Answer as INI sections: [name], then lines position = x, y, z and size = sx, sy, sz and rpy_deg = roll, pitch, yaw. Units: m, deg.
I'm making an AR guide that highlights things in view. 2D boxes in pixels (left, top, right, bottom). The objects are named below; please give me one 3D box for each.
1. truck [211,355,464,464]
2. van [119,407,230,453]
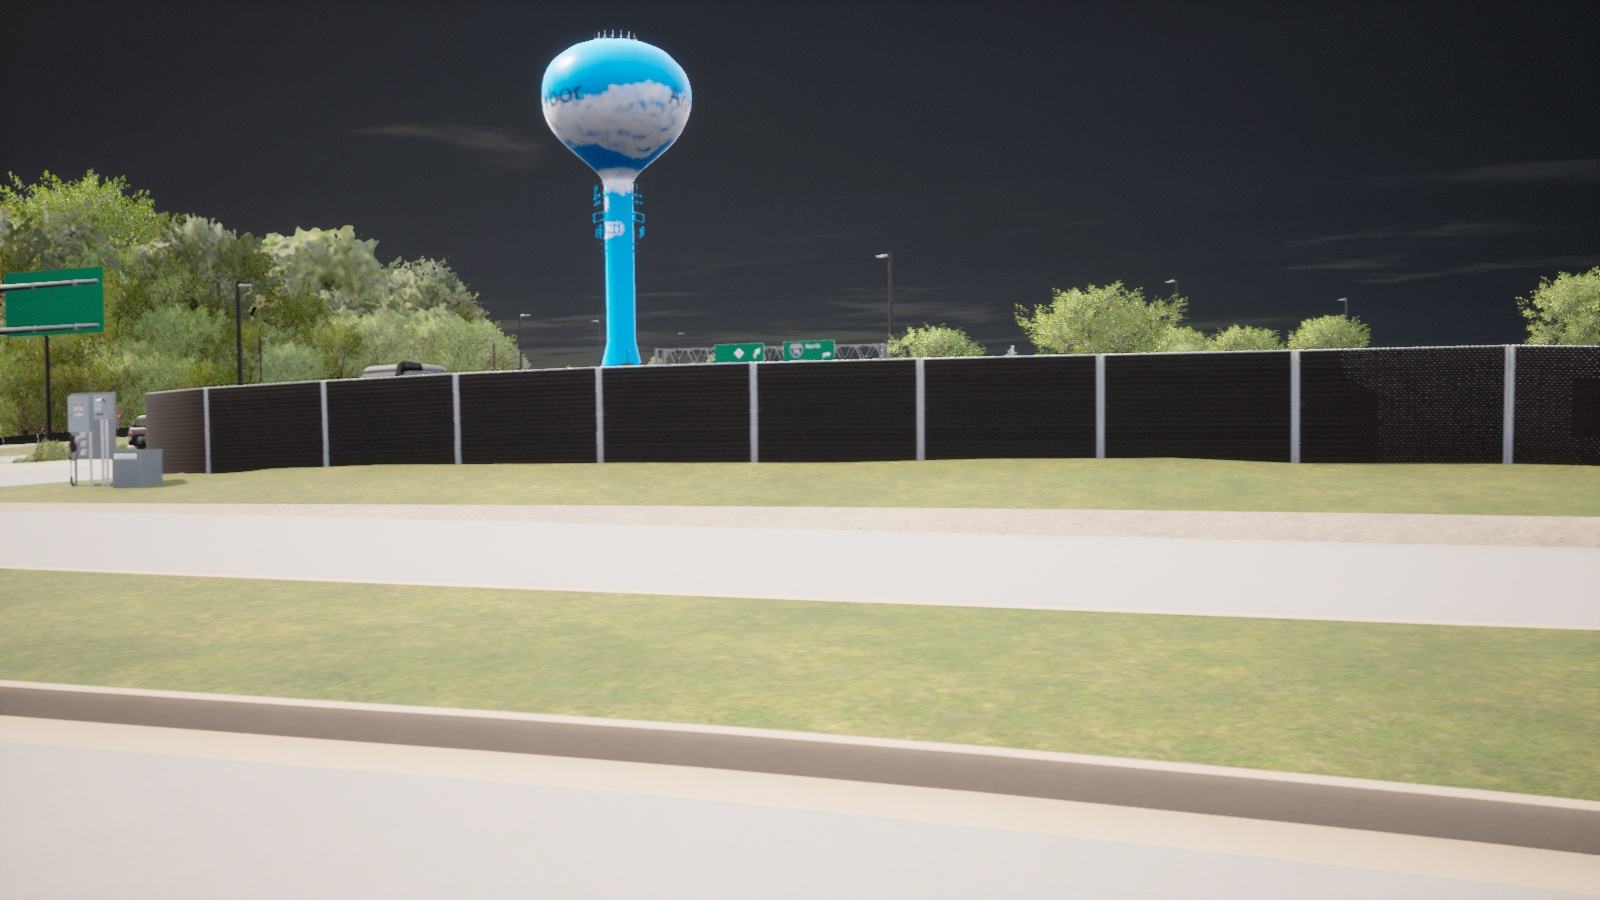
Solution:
[truck]
position = -15.919, -1.452, 43.884
size = 2.891, 3.462, 7.936
rpy_deg = 0, 2, 35
[van]
position = -29.279, -0.953, 58.988
size = 2.069, 2.038, 4.480
rpy_deg = 0, 2, 18
